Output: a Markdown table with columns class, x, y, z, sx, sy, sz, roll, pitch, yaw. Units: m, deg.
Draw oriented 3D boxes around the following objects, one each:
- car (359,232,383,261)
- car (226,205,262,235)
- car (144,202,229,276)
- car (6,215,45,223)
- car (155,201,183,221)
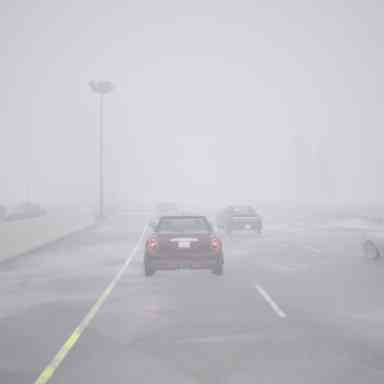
| class | x | y | z | sx | sy | sz | roll | pitch | yaw |
| --- | --- | --- | --- | --- | --- | --- | --- | --- | --- |
| car | 6.788 | 1.599 | 9.358 | 1.895 | 1.301 | 4.718 | 0 | 0 | -3 |
| car | 2.562 | 1.512 | 18.972 | 2.128 | 1.511 | 4.902 | 0 | 0 | -5 |
| car | -0.311 | 1.367 | 10.603 | 2.097 | 1.767 | 4.553 | 0 | 0 | -3 |
| car | -12.435 | 1.586 | 25.314 | 1.812 | 1.442 | 4.674 | 0 | 0 | -8 |
| car | -2.125 | 1.591 | 28.787 | 2.033 | 1.411 | 5.357 | 0 | 0 | -8 |
